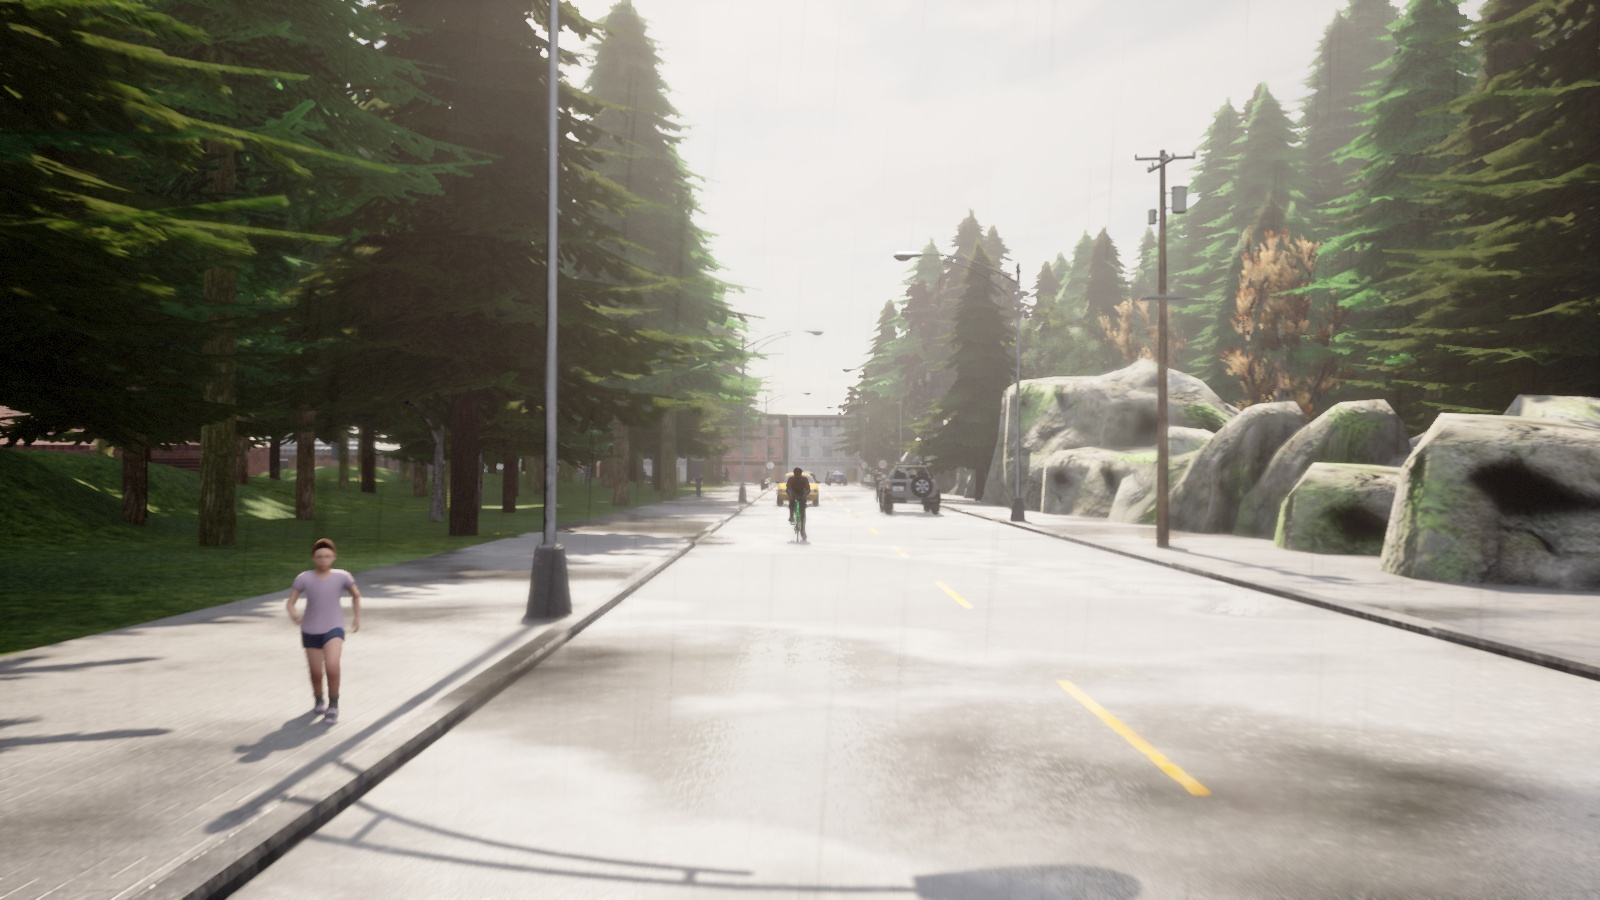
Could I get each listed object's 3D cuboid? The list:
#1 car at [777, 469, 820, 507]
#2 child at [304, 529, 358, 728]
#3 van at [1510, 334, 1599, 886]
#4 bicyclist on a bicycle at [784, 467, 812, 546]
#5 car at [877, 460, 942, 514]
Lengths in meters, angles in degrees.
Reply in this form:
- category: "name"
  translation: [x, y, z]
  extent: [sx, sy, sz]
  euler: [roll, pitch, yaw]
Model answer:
- category: "car"
  translation: [-0.071, 1.612, 55.053]
  extent: [1.801, 1.575, 5.366]
  euler: [0, -1, 0]
- category: "child"
  translation: [-2.749, 1.029, 7.381]
  extent: [0.255, 1.110, 0.394]
  euler: [0, -1, -14]
- category: "van"
  translation: [3.991, 0.569, 2.964]
  extent: [2.069, 2.038, 4.480]
  euler: [0, -1, 0]
- category: "bicyclist on a bicycle"
  translation: [-0.038, 1.186, 26.845]
  extent: [0.582, 1.620, 1.656]
  euler: [0, 0, 0]
- category: "car"
  translation: [3.939, 1.329, 45.766]
  extent: [1.932, 1.855, 4.605]
  euler: [0, -1, 0]
